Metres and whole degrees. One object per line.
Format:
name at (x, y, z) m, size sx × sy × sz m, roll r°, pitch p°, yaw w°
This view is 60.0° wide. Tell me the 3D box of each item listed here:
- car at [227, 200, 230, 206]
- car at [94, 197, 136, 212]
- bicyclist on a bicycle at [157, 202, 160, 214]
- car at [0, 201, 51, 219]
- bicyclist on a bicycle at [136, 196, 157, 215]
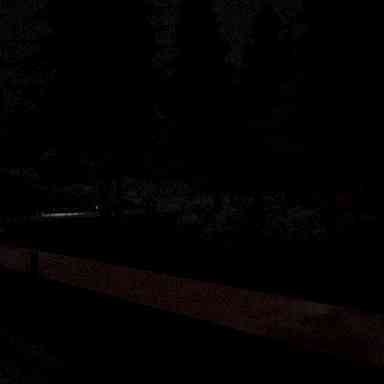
car at (7.425, 1.512, 46.869) m, size 5.008 × 1.535 × 1.882 m, roll 0°, pitch -2°, yaw -10°
car at (-8.278, 1.329, 35.889) m, size 2.128 × 1.511 × 4.902 m, roll 0°, pitch 0°, yaw 36°
bicyclist on a bicycle at (-3.511, 1.142, 28.907) m, size 1.656 × 1.620 × 0.582 m, roll 0°, pitch 0°, yaw 22°
car at (-14.331, 1.438, 27.403) m, size 1.895 × 1.301 × 4.718 m, roll 0°, pitch 0°, yaw 35°
bicyclist on a bicycle at (-4.072, 1.141, 28.424) m, size 1.656 × 1.620 × 0.582 m, roll 0°, pitch 0°, yaw 15°
